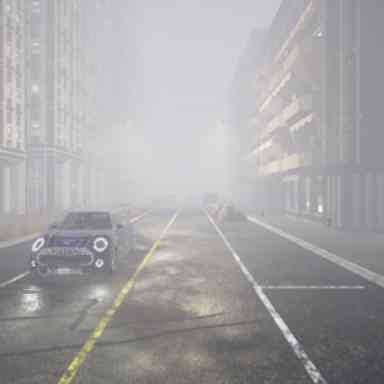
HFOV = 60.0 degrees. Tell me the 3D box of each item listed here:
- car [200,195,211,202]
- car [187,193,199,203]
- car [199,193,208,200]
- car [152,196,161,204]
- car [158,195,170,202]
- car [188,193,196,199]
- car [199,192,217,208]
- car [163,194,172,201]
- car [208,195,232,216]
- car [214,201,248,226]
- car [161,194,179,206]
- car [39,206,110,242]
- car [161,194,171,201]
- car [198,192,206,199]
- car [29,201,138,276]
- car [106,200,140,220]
[{"bbox_3d":[2.701,1.299,67.565,2.008,1.369,4.403,0,0,0],"label":"car"},{"bbox_3d":[0.010,1.364,64.069,1.895,1.301,4.718,0,0,0],"label":"car"},{"bbox_3d":[2.702,1.153,78.861,1.967,1.590,4.097,0,0,0],"label":"car"},{"bbox_3d":[-5.681,1.352,56.269,1.947,1.339,4.313,0,0,0],"label":"car"},{"bbox_3d":[-5.679,1.299,67.565,2.008,1.369,4.403,0,0,0],"label":"car"},{"bbox_3d":[0.013,1.053,87.772,1.882,1.535,5.008,0,0,0],"label":"car"},{"bbox_3d":[2.400,1.051,45.711,2.150,2.045,5.566,0,0,0],"label":"car"},{"bbox_3d":[-5.678,1.239,78.693,1.752,1.417,4.829,0,0,0],"label":"car"},{"bbox_3d":[2.696,1.328,28.025,1.967,1.590,4.097,0,0,0],"label":"car"},{"bbox_3d":[2.695,1.492,22.377,1.802,1.307,4.206,0,0,0],"label":"car"},{"bbox_3d":[-3.065,1.157,50.935,2.097,1.767,4.553,0,0,0],"label":"car"},{"bbox_3d":[-5.686,1.483,16.729,2.008,1.369,4.403,0,0,0],"label":"car"},{"bbox_3d":[-5.679,1.171,73.215,1.967,1.590,4.097,0,0,0],"label":"car"},{"bbox_3d":[2.704,0.994,90.158,2.192,1.841,5.009,0,0,0],"label":"car"},{"bbox_3d":[-3.099,1.309,10.290,2.097,1.767,4.553,0,0,0],"label":"car"},{"bbox_3d":[-5.685,1.433,28.027,1.887,1.381,4.507,0,0,0],"label":"car"}]
